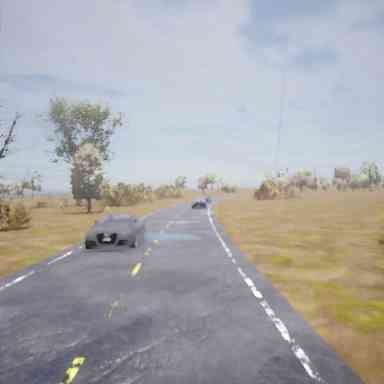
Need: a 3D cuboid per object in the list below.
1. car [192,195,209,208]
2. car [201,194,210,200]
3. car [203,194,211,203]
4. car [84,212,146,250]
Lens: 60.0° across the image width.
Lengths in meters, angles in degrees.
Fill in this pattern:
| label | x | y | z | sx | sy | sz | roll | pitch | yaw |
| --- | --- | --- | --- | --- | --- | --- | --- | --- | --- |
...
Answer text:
| label | x | y | z | sx | sy | sz | roll | pitch | yaw |
| --- | --- | --- | --- | --- | --- | --- | --- | --- | --- |
| car | 1.061 | 1.520 | 46.348 | 1.895 | 1.301 | 4.718 | -1 | 0 | 4 |
| car | 3.809 | 1.294 | 92.838 | 1.882 | 1.535 | 5.008 | -1 | 0 | 10 |
| car | 2.733 | 1.412 | 64.773 | 2.033 | 1.411 | 5.357 | -1 | 0 | 7 |
| car | -3.235 | 1.613 | 14.642 | 1.994 | 1.385 | 4.181 | -1 | 0 | 0 |
